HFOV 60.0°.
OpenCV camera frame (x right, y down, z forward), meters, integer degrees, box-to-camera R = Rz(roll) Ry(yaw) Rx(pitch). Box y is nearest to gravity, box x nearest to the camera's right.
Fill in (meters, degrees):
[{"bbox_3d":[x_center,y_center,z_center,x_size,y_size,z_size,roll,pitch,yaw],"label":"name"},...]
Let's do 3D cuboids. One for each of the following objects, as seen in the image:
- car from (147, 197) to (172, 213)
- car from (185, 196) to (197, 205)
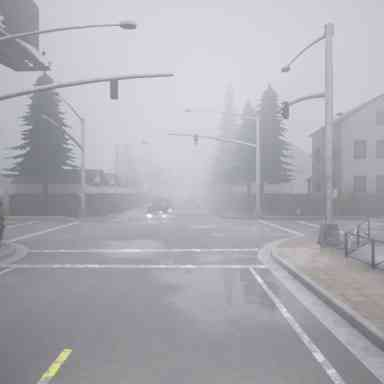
[{"bbox_3d":[-3.695,1.352,36.946,2.097,1.767,4.553,0,0,0],"label":"car"},{"bbox_3d":[-0.155,1.491,59.151,2.128,1.511,4.902,0,0,0],"label":"car"}]
